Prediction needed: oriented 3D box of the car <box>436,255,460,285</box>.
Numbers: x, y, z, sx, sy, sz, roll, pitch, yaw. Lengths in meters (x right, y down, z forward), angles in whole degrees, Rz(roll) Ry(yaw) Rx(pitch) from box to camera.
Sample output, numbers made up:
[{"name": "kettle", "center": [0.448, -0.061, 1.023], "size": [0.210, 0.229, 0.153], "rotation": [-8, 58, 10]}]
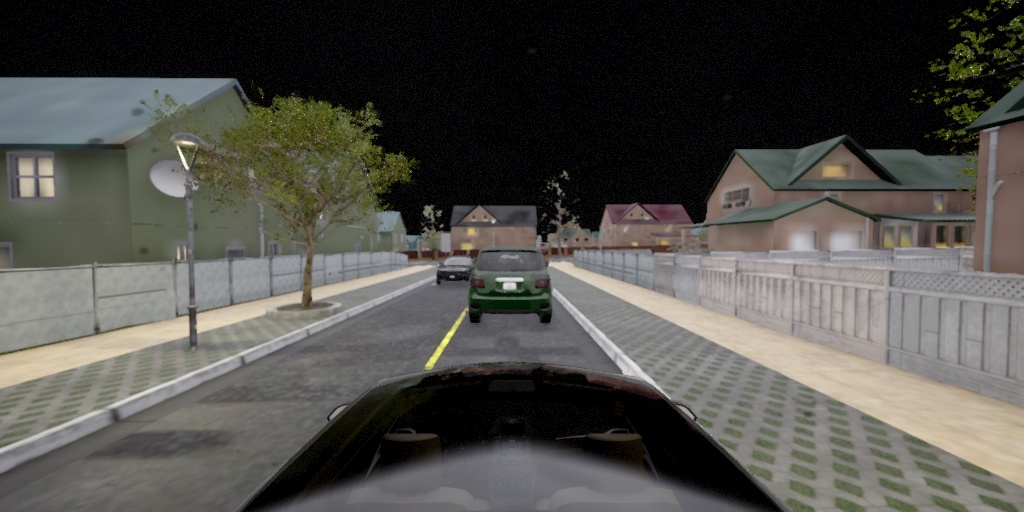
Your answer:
[{"name": "car", "center": [-2.993, 0.704, 20.342], "size": [1.882, 1.535, 5.008], "rotation": [0, 2, 0]}]

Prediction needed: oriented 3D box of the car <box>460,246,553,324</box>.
[{"name": "car", "center": [-0.022, 0.707, 10.997], "size": [2.150, 2.045, 5.566], "rotation": [0, 2, 1]}]
